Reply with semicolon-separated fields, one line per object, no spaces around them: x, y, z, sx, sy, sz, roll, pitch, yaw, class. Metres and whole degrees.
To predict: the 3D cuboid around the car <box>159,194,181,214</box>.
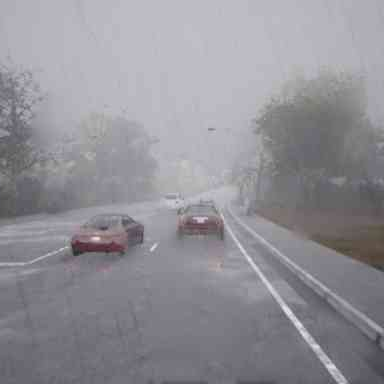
-2.078;1.180;34.787;2.150;2.045;5.566;0;0;4;car

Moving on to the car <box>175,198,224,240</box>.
0.471;1.332;17.073;2.097;1.767;4.553;0;0;2;car

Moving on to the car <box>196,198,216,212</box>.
1.711;1.447;38.335;2.128;1.511;4.902;0;0;5;car

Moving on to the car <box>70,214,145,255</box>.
-3.151;1.547;13.173;1.994;1.385;4.181;0;0;3;car
